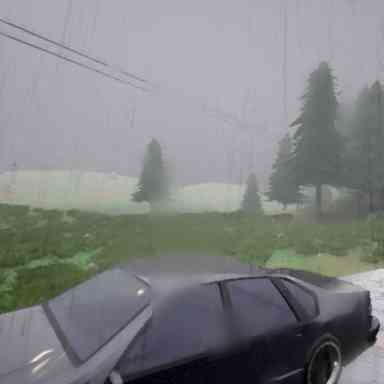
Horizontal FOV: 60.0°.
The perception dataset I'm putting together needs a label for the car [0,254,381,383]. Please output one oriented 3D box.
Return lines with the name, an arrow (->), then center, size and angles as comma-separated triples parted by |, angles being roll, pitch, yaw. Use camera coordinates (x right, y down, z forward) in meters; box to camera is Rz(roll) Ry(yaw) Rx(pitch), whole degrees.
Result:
car -> -0.169, 1.470, 3.558 | 5.357, 1.411, 2.033 | 1, 1, -33
